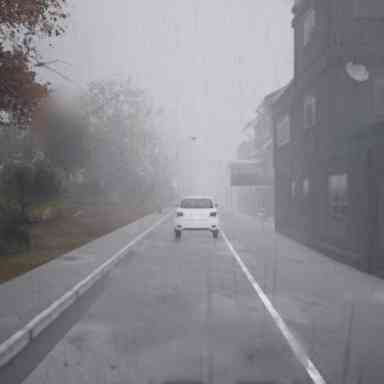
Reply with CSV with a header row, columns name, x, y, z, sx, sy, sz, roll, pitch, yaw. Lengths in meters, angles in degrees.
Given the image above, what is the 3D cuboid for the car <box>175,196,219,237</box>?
name,x,y,z,sx,sy,sz,roll,pitch,yaw
car,0.250,1.226,18.175,2.150,2.045,5.566,0,0,1

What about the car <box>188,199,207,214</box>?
name,x,y,z,sx,sy,sz,roll,pitch,yaw
car,0.616,1.559,36.972,2.033,1.411,5.357,0,0,1
